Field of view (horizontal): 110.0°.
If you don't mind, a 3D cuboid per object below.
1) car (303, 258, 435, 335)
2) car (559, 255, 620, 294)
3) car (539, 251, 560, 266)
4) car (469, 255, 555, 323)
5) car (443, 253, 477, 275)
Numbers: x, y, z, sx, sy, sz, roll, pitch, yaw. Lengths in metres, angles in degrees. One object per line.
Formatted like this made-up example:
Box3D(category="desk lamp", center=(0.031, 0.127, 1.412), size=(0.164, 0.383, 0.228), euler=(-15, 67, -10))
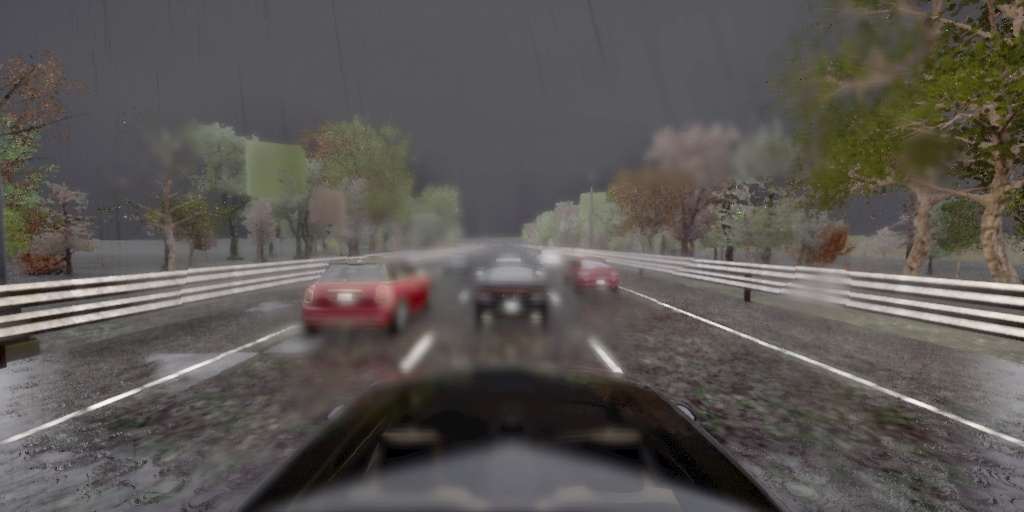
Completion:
Box3D(category="car", center=(-3.508, 0.836, 9.722), size=(2.097, 1.767, 4.553), euler=(0, 2, 0))
Box3D(category="car", center=(3.459, 0.795, 16.066), size=(1.812, 1.442, 4.674), euler=(0, 2, 0))
Box3D(category="car", center=(3.322, 0.290, 31.355), size=(1.812, 1.442, 4.674), euler=(0, 2, 0))
Box3D(category="car", center=(-0.012, 0.923, 10.809), size=(1.882, 1.535, 5.008), euler=(0, 2, 0))
Box3D(category="car", center=(-3.646, 0.507, 25.581), size=(2.033, 1.411, 5.357), euler=(0, 2, 0))
